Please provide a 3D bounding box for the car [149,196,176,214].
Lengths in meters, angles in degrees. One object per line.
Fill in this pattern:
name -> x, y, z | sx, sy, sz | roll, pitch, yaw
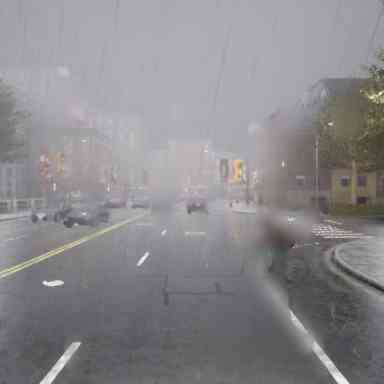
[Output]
car -> -3.019, 1.504, 35.320 | 1.837, 1.490, 4.892 | 0, 0, 1

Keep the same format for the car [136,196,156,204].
car -> -9.162, 1.519, 67.170 | 2.002, 1.452, 4.674 | 0, 0, 20

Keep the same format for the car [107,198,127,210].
car -> -10.011, 1.477, 44.105 | 1.882, 1.535, 5.008 | 0, 0, 2

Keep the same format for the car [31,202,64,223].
car -> -10.331, 1.491, 25.186 | 2.128, 1.511, 4.902 | 0, 0, 1

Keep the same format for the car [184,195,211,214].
car -> 0.553, 1.352, 35.940 | 2.097, 1.767, 4.553 | 0, 0, -2

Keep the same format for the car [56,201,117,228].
car -> -6.864, 1.547, 22.440 | 2.033, 1.411, 5.357 | 0, 0, 1

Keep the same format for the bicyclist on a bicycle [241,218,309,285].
bicyclist on a bicycle -> 1.986, 1.441, 8.018 | 1.656, 1.620, 0.582 | -2, 0, 1

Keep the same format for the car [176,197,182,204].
car -> -4.127, 1.547, 61.566 | 2.033, 1.411, 5.357 | 0, 0, 18

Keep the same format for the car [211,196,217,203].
car -> 3.627, 1.554, 70.438 | 1.994, 1.385, 4.181 | 0, 0, 31

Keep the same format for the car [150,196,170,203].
car -> -6.939, 1.594, 72.451 | 1.895, 1.301, 4.718 | 0, 0, 30

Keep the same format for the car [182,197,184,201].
car -> -0.844, 1.468, 76.577 | 1.882, 1.535, 5.008 | 0, 0, 34

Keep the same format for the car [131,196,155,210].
car -> -6.590, 1.547, 43.518 | 2.033, 1.411, 5.357 | 0, 0, 1

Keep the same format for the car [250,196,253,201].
car -> 17.016, 1.477, 84.287 | 5.008, 1.535, 1.882 | 0, 0, -31

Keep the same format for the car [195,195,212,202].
car -> 2.664, 1.500, 75.499 | 1.812, 1.442, 4.674 | 0, 0, 34
